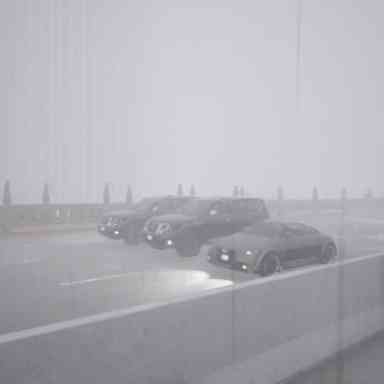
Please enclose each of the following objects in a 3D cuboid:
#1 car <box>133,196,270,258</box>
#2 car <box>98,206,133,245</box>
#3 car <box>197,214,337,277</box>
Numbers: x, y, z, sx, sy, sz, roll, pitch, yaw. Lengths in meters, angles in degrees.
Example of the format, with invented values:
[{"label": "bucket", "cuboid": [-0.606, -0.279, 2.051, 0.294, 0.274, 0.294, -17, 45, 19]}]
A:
[{"label": "car", "cuboid": [0.783, 1.224, 13.149, 5.566, 2.045, 2.150, 0, 0, -35]}, {"label": "car", "cuboid": [-1.550, 1.224, 15.782, 5.566, 2.045, 2.150, 0, 0, -35]}, {"label": "car", "cuboid": [2.505, 1.566, 10.078, 4.181, 1.385, 1.994, 0, 0, -35]}]
